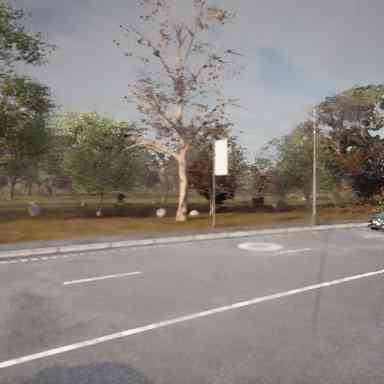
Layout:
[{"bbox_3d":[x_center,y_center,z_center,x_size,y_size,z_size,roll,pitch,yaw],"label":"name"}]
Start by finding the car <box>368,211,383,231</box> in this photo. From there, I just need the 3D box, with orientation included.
[{"bbox_3d":[12.351,1.498,19.315,4.892,1.490,1.837,0,0,-27],"label":"car"}]
